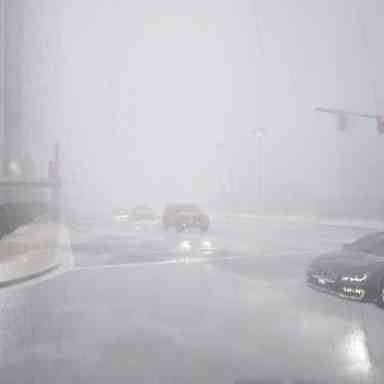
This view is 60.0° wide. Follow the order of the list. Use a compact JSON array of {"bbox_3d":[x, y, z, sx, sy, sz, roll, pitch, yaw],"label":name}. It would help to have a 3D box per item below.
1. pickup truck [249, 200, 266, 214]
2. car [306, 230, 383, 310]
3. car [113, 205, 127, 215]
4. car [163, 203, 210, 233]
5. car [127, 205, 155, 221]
[{"bbox_3d":[10.306,2.348,52.828,2.390,2.098,6.274,0,-1,9],"label":"pickup truck"},{"bbox_3d":[5.081,1.695,8.072,4.892,1.490,1.837,0,-2,-21],"label":"car"},{"bbox_3d":[-11.671,2.923,53.781,2.128,1.511,4.902,0,-2,-21],"label":"car"},{"bbox_3d":[-0.596,1.863,25.159,2.150,2.045,5.566,0,-2,-21],"label":"car"},{"bbox_3d":[-5.771,2.350,38.426,2.097,1.767,4.553,0,-2,-21],"label":"car"}]
